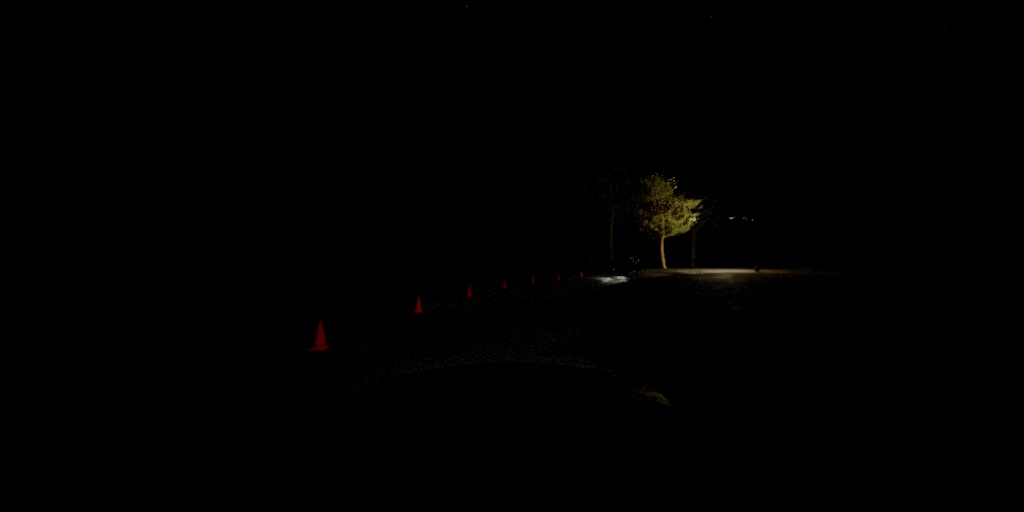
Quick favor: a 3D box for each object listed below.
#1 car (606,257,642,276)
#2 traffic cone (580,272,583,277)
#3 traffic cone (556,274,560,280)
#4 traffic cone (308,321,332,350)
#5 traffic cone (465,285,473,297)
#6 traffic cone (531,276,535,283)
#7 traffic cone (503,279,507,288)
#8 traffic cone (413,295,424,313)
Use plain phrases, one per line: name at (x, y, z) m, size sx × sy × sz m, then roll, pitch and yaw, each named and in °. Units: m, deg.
car at (12.636, 1.099, 40.284) m, size 2.150 × 2.045 × 5.566 m, roll 0°, pitch 0°, yaw 41°
traffic cone at (7.041, 1.828, 36.578) m, size 0.340 × 0.580 × 0.340 m, roll 0°, pitch 0°, yaw 36°
traffic cone at (4.139, 1.820, 32.242) m, size 0.340 × 0.580 × 0.340 m, roll 0°, pitch 0°, yaw 31°
traffic cone at (-4.117, 1.692, 7.713) m, size 0.340 × 0.580 × 0.340 m, roll 0°, pitch 0°, yaw 6°
traffic cone at (-2.127, 1.737, 17.946) m, size 0.340 × 0.580 × 0.340 m, roll 0°, pitch 0°, yaw 16°
traffic cone at (1.631, 1.795, 27.669) m, size 0.340 × 0.580 × 0.340 m, roll 0°, pitch 0°, yaw 26°
traffic cone at (-0.463, 1.764, 22.890) m, size 0.340 × 0.580 × 0.340 m, roll 0°, pitch 0°, yaw 21°
traffic cone at (-3.348, 1.713, 12.874) m, size 0.340 × 0.580 × 0.340 m, roll 0°, pitch 0°, yaw 11°
